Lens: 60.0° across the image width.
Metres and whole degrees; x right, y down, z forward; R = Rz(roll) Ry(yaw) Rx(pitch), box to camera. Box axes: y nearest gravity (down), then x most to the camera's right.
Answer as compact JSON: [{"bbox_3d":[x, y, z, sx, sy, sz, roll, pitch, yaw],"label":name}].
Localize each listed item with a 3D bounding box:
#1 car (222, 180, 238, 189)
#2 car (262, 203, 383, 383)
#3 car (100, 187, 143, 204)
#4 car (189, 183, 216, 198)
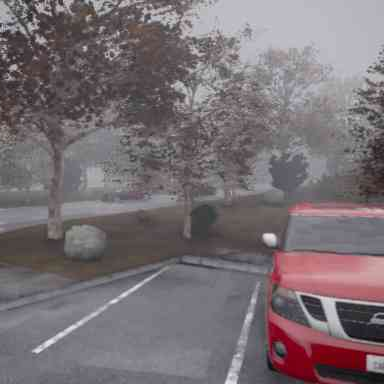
[{"bbox_3d":[6.580,-1.125,51.692,1.837,1.490,4.892,2,4,38],"label":"car"},{"bbox_3d":[2.468,1.234,5.640,2.435,2.045,5.566,1,-1,16],"label":"car"},{"bbox_3d":[-7.034,0.241,33.842,1.882,1.535,5.008,2,4,37],"label":"car"},{"bbox_3d":[0.914,-0.327,38.604,2.097,1.767,4.553,2,4,37],"label":"car"}]
